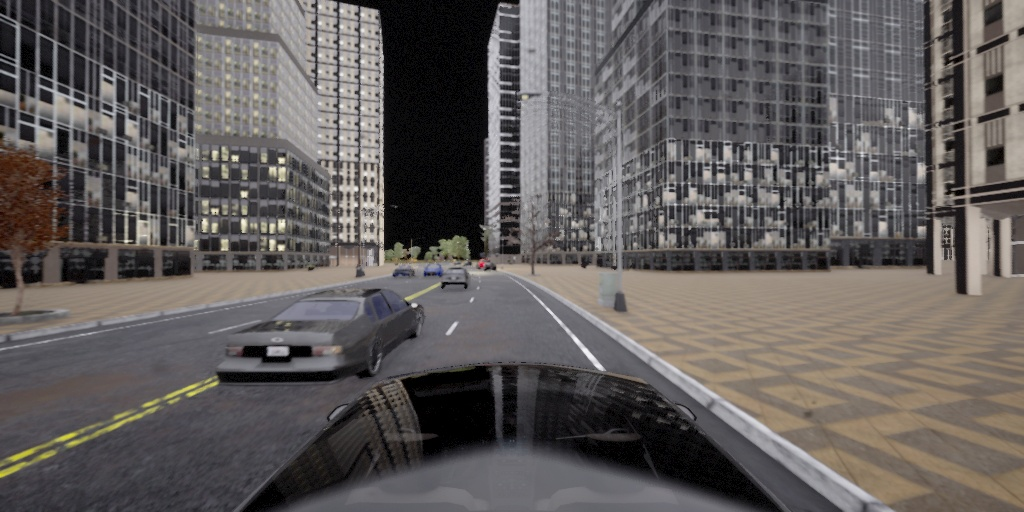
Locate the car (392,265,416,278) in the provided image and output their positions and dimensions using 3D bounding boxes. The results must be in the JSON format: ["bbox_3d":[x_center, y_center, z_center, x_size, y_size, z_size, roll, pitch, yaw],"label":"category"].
[{"bbox_3d":[-11.865,1.688,39.821,2.033,1.411,5.357,0,-1,-6],"label":"car"}]

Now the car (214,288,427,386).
[{"bbox_3d":[-3.209,1.360,7.370,2.033,1.411,5.357,0,-1,-1],"label":"car"}]

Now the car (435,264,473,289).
[{"bbox_3d":[-3.962,1.533,25.842,2.033,1.411,5.357,0,-1,-4],"label":"car"}]

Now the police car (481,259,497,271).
[{"bbox_3d":[-3.722,1.741,60.822,1.930,1.638,5.238,0,-1,-9],"label":"police car"}]

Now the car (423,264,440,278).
[{"bbox_3d":[-8.574,1.605,39.460,1.882,1.535,5.008,0,0,-6],"label":"car"}]
